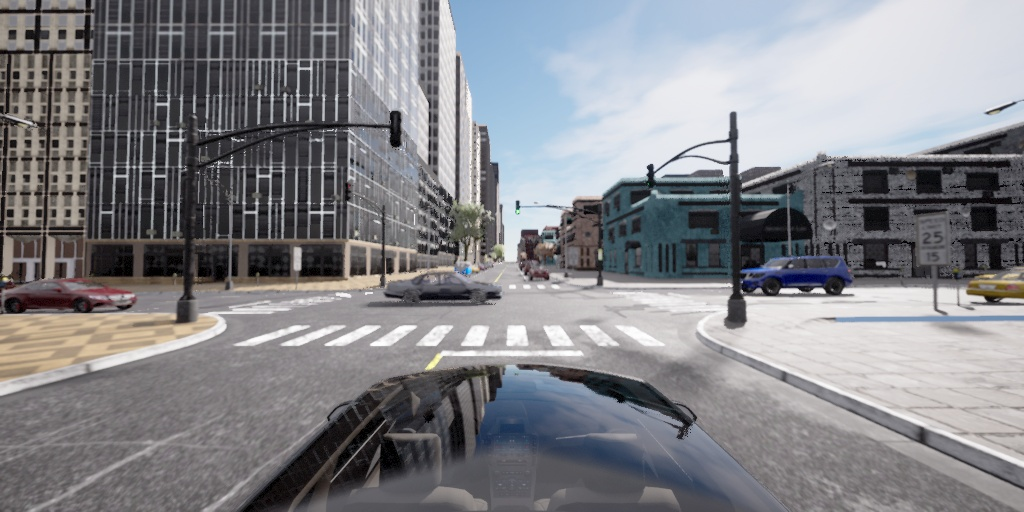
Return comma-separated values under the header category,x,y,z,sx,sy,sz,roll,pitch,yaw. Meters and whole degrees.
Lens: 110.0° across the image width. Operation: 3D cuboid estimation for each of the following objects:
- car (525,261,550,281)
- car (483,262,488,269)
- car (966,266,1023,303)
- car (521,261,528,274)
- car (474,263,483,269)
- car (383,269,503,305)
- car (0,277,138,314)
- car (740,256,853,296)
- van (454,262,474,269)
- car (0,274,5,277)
category,x,y,z,sx,sy,sz,roll,pitch,yaw
car,2.668,1.594,36.005,1.967,1.591,4.097,0,0,0
car,-5.733,2.068,64.328,1.802,1.307,4.207,0,0,0
car,20.682,1.135,13.817,4.829,1.417,1.751,0,0,1
car,2.660,1.602,47.352,2.192,1.841,5.009,0,0,0
car,-5.724,1.878,52.811,1.751,1.417,4.829,0,0,0
car,-3.112,1.474,16.717,5.357,1.411,2.033,0,-1,1
car,-17.427,1.558,14.152,4.207,1.307,1.802,0,0,1
car,15.281,1.053,19.685,5.566,2.045,2.150,0,-2,0
van,-5.717,1.561,41.634,1.690,1.789,3.998,0,0,0
car,-23.110,1.471,14.202,4.097,1.591,1.967,0,0,1
